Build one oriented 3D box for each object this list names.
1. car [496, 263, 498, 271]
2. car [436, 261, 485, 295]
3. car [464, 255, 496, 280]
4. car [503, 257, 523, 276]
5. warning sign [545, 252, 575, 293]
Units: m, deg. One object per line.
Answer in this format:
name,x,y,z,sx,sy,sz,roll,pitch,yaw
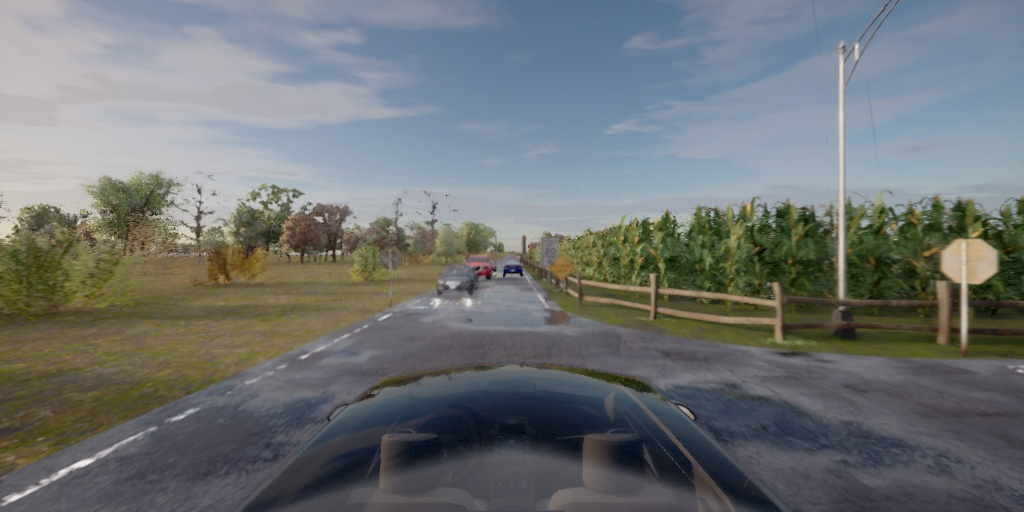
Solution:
car,-2.853,1.216,44.872,1.812,1.442,4.674,0,0,-1
car,-2.855,1.227,19.695,2.128,1.511,4.902,0,0,0
car,-2.864,0.944,31.118,2.150,2.045,5.566,0,0,0
car,0.083,1.187,36.141,1.882,1.535,5.008,0,0,0
warning sign,2.441,0.851,17.547,1.300,1.860,1.060,0,0,0
